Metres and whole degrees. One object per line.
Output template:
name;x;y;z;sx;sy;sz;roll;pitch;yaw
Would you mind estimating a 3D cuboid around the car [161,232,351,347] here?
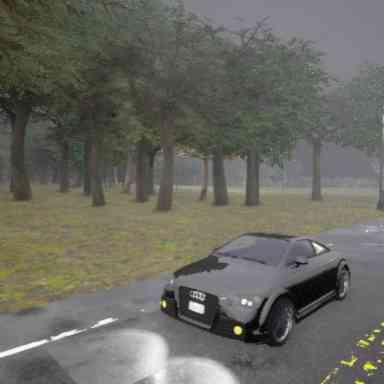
car;1.424;1.495;6.313;1.994;1.385;4.181;1;1;43
